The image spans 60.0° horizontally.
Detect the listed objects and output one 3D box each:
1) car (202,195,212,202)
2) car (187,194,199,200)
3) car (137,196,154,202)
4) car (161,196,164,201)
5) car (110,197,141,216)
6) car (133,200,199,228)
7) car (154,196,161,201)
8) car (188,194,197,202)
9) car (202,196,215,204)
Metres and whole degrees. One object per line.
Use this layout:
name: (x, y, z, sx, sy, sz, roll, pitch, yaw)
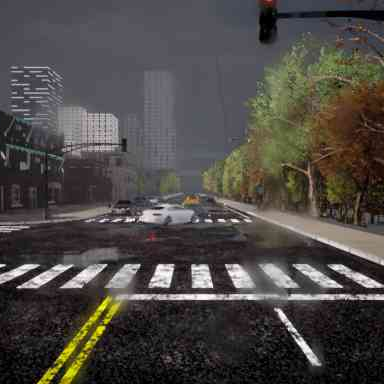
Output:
car: (3.328, 1.510, 74.422, 2.033, 1.411, 5.357, 0, 0, 0)
car: (0.154, 1.457, 55.950, 1.882, 1.535, 5.008, 0, 0, 0)
car: (-6.548, 1.337, 42.757, 2.097, 1.767, 4.553, 0, 0, 0)
car: (-6.484, 1.467, 63.493, 2.128, 1.511, 4.902, 0, 0, 1)
car: (-6.561, 1.516, 32.564, 1.812, 1.442, 4.674, 0, 0, 0)
car: (-1.499, 1.520, 22.342, 1.812, 1.442, 4.674, 1, 1, 34)
car: (-6.532, 1.506, 53.050, 1.812, 1.442, 4.674, 0, 0, 0)
car: (0.082, 1.324, 75.002, 2.097, 1.767, 4.553, 0, 0, 0)
car: (3.410, 1.523, 63.768, 2.033, 1.411, 5.357, 0, 0, 0)
